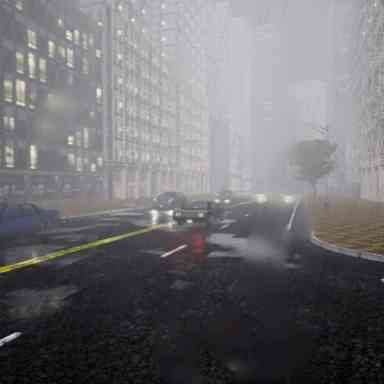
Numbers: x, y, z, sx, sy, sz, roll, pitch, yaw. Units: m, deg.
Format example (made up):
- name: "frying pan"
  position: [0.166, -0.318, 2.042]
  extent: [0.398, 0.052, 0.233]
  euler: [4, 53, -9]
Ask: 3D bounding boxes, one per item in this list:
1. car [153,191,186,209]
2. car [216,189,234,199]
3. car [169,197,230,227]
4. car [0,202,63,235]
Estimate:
- name: "car"
  position: [-2.067, 0.685, 32.104]
  extent: [2.097, 1.767, 4.553]
  euler: [0, 1, 19]
- name: "car"
  position: [5.460, 0.329, 54.330]
  extent: [2.097, 1.767, 4.553]
  euler: [0, 1, 19]
- name: "car"
  position: [0.597, 1.156, 18.971]
  extent: [1.895, 1.301, 4.718]
  euler: [0, 1, 19]
- name: "car"
  position: [-8.017, 1.164, 14.350]
  extent: [2.033, 1.411, 5.357]
  euler: [0, 1, 18]
